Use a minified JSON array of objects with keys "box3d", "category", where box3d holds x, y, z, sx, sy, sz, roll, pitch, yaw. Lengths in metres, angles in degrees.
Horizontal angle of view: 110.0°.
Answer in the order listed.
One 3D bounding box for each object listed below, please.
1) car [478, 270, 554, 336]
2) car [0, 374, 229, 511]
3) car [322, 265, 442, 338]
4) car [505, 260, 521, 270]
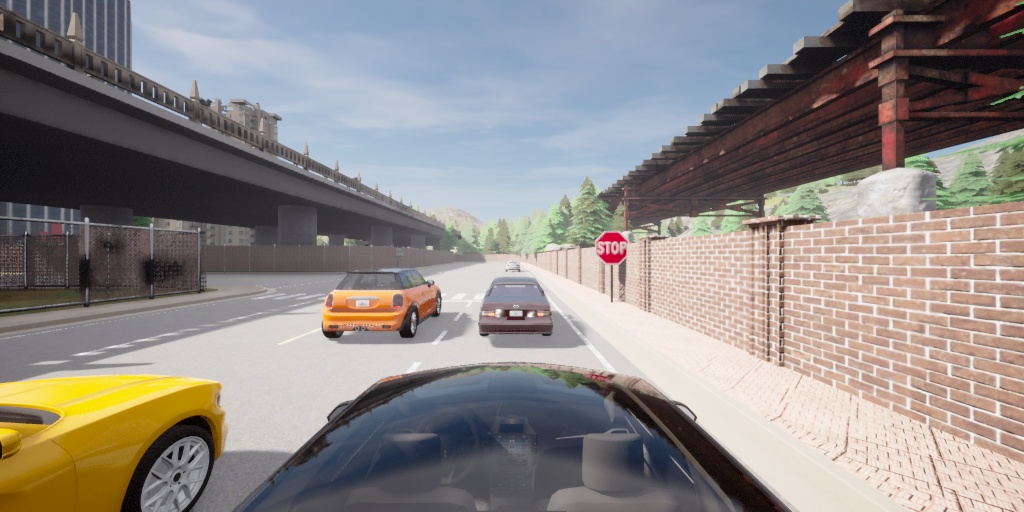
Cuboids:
[{"box3d":[0.087,1.297,10.331,2.033,1.411,5.357,0,0,0],"category":"car"},{"box3d":[-3.397,1.228,1.054,1.882,1.535,5.008,0,0,0],"category":"car"},{"box3d":[-3.414,1.102,10.312,2.097,1.767,4.553,0,0,0],"category":"car"},{"box3d":[0.110,1.276,46.214,1.812,1.442,4.674,0,0,-1],"category":"car"}]
